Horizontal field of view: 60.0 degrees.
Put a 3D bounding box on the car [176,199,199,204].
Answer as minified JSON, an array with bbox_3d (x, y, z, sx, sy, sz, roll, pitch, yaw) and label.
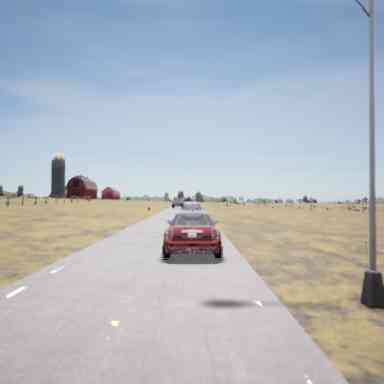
[{"bbox_3d":[0.031,1.731,28.463,2.097,1.767,4.553,0,-1,0],"label":"car"}]

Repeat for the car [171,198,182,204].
[{"bbox_3d":[-2.745,2.146,63.954,2.150,2.045,5.566,0,-1,1],"label":"car"}]

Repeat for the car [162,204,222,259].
[{"bbox_3d":[0.024,1.518,13.454,2.097,1.767,4.553,0,-1,0],"label":"car"}]
